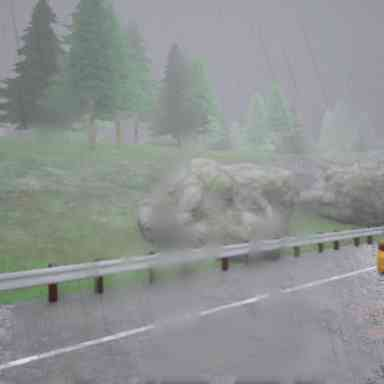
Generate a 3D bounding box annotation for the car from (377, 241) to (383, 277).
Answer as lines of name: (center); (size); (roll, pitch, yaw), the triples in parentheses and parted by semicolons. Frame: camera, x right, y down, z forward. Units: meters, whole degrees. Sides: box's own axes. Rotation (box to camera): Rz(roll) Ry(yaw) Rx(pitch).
car: (6.703, 1.478, 8.532); (5.008, 1.535, 1.882); (0, 0, -36)
